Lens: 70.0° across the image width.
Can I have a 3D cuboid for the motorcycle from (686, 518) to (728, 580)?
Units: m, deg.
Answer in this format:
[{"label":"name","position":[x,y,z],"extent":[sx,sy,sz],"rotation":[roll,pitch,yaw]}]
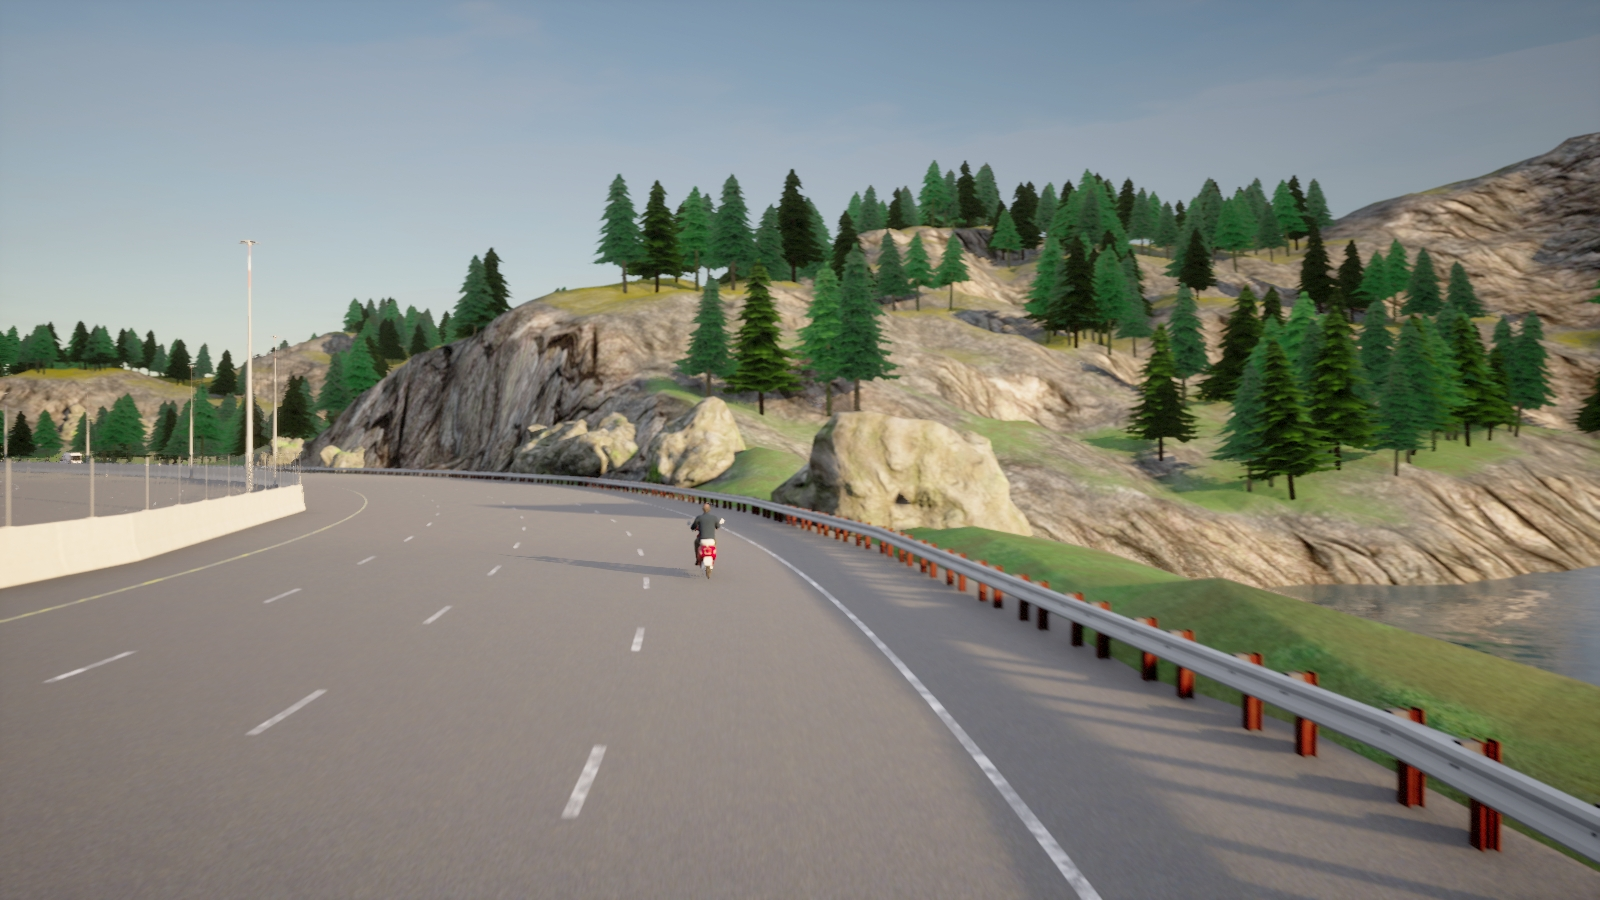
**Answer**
[{"label":"motorcycle","position":[-2.120,2.198,25.766],"extent":[0.856,1.236,1.805],"rotation":[0,0,-7]}]
